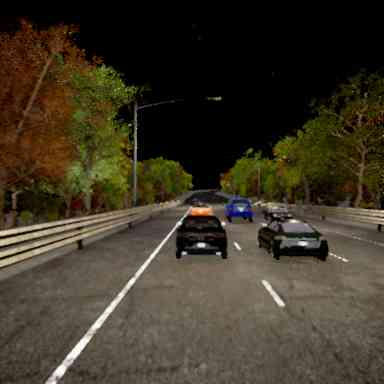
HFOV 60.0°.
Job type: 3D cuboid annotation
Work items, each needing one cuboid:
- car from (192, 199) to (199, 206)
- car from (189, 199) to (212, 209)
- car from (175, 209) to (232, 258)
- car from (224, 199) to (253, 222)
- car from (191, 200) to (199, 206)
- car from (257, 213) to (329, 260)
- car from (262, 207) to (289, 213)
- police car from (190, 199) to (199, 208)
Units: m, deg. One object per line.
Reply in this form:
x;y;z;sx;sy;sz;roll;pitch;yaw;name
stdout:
1.003;2.696;87.471;1.801;1.575;5.366;0;-1;1;car
0.825;1.810;32.031;2.097;1.767;4.553;0;-1;1;car
0.382;1.674;13.649;1.882;1.535;5.008;0;-1;1;car
4.313;1.687;31.354;2.150;2.045;5.566;0;-1;1;car
0.855;2.658;81.280;1.837;1.490;4.892;0;-1;1;car
3.876;1.775;13.433;1.994;1.385;4.181;0;-1;1;car
7.797;2.076;30.762;1.895;1.301;4.718;0;-1;1;car
0.619;2.437;71.393;1.930;1.638;5.238;0;-1;1;police car
